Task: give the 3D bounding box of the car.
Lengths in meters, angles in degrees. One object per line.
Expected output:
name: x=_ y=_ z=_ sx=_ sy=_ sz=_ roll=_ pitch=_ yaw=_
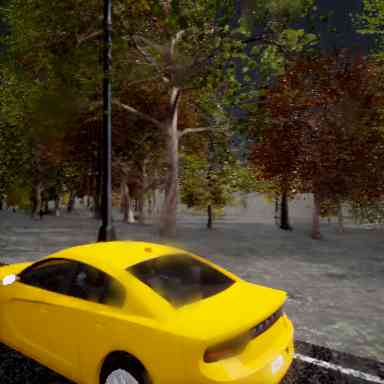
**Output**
car: x=-1.217 y=1.432 z=4.568 sx=5.008 sy=1.535 sz=1.882 roll=1 pitch=0 yaw=35
